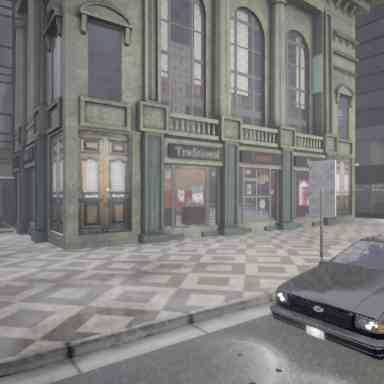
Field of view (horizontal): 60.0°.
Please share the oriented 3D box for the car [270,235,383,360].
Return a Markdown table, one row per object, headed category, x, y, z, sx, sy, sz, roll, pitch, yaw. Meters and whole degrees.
| category | x | y | z | sx | sy | sz | roll | pitch | yaw |
| --- | --- | --- | --- | --- | --- | --- | --- | --- | --- |
| car | 3.862 | 1.547 | 6.134 | 5.357 | 1.411 | 2.033 | 0 | 0 | -36 |
